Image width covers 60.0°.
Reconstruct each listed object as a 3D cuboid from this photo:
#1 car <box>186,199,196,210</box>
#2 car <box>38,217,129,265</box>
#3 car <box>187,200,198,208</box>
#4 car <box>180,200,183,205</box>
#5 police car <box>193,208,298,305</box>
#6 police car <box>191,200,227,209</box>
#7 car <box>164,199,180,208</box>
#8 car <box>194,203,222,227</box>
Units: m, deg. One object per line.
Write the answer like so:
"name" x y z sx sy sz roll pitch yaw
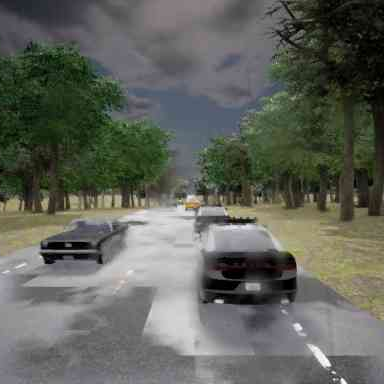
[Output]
"car" 0.097 1.737 46.252 1.882 1.535 5.008 0 -1 1
"car" -3.587 1.621 11.887 1.895 1.301 4.718 0 0 0
"car" 0.070 2.145 60.743 1.895 1.301 4.718 0 -1 0
"car" -3.397 2.933 89.398 1.994 1.385 4.181 0 -2 0
"police car" 1.059 1.436 8.323 1.930 1.638 5.238 0 0 0
"police car" 1.071 1.474 18.326 1.930 1.638 5.238 0 0 0
"car" -3.524 1.929 55.639 1.837 1.490 4.892 0 -1 0
"car" 1.078 1.607 24.216 1.812 1.442 4.674 0 0 0
